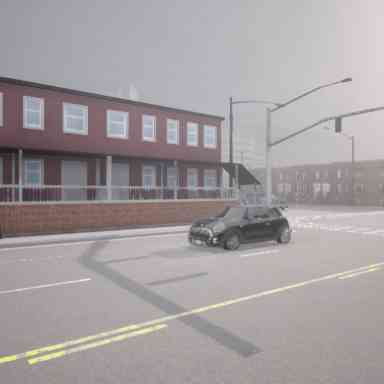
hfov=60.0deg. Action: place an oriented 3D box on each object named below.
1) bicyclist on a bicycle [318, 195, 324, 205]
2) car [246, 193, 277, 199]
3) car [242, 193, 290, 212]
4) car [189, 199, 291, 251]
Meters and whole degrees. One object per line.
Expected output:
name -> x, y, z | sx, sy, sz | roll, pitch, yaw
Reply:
bicyclist on a bicycle -> 20.340, 1.278, 52.365 | 1.656, 1.620, 0.582 | 0, 0, -36
car -> 7.456, 1.319, 36.023 | 2.097, 1.767, 4.553 | 0, 0, -36
car -> 8.803, 1.187, 40.157 | 2.150, 2.045, 5.566 | 0, 0, -36
car -> 2.067, 1.337, 14.068 | 4.553, 1.767, 2.097 | 0, 0, -36
